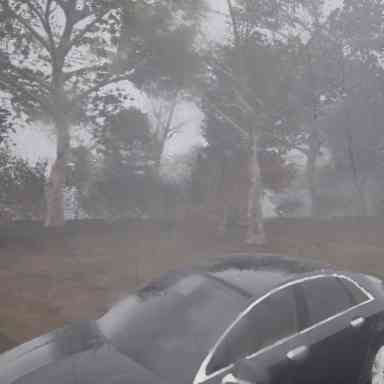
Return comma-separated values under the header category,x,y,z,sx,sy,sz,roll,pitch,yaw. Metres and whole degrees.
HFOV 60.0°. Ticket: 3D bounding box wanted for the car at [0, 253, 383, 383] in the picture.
category,x,y,z,sx,sy,sz,roll,pitch,yaw
car,0.383,1.511,3.440,4.892,1.490,1.837,0,0,-36
